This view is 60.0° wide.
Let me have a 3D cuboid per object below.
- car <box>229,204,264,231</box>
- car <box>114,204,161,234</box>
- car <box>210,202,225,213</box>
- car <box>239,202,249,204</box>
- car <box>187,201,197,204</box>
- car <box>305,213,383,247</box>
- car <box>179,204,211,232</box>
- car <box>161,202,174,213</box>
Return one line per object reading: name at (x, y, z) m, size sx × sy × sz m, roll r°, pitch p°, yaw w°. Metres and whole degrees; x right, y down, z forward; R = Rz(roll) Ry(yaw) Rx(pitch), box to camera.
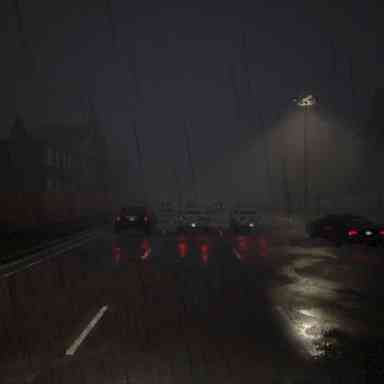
car at (3.583, 1.784, 22.307) m, size 1.812 × 1.442 × 4.674 m, roll 0°, pitch -1°, yaw 0°
car at (-3.402, 1.595, 20.946) m, size 2.097 × 1.767 × 4.553 m, roll 0°, pitch -1°, yaw 0°
car at (3.503, 2.076, 45.719) m, size 2.033 × 1.411 × 5.357 m, roll 0°, pitch -1°, yaw 0°
car at (6.996, 2.085, 45.068) m, size 1.994 × 1.385 × 4.181 m, roll 0°, pitch -1°, yaw 0°
car at (0.017, 2.037, 47.022) m, size 2.128 × 1.511 × 4.902 m, roll 0°, pitch -1°, yaw 0°
car at (7.097, 1.732, 15.869) m, size 2.033 × 1.411 × 5.357 m, roll 0°, pitch -1°, yaw 0°
car at (0.083, 1.784, 22.267) m, size 1.812 × 1.442 × 4.674 m, roll 0°, pitch -1°, yaw 0°
car at (-3.500, 2.073, 45.361) m, size 2.033 × 1.411 × 5.357 m, roll 0°, pitch -1°, yaw 0°
